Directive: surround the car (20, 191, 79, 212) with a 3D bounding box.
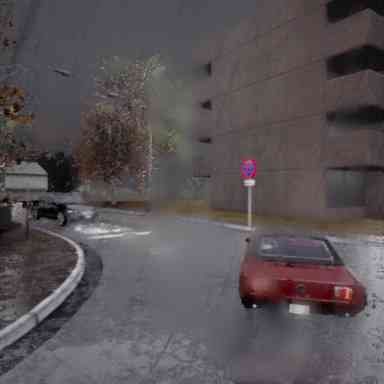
[{"bbox_3d":[-10.962,0.663,25.430,4.718,1.301,1.895,3,1,35],"label":"car"}]

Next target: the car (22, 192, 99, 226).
[{"bbox_3d":[-6.820,0.841,17.659,4.902,1.511,2.128,3,2,42],"label":"car"}]

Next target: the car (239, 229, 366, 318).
[{"bbox_3d":[2.101,1.464,7.265,1.895,1.301,4.718,2,2,11],"label":"car"}]
